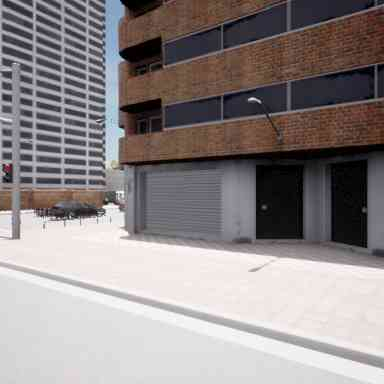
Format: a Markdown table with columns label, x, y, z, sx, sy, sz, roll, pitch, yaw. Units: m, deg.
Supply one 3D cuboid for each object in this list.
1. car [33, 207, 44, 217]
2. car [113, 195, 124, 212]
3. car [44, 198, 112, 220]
| label | x | y | z | sx | sy | sz | roll | pitch | yaw |
| --- | --- | --- | --- | --- | --- | --- | --- | --- | --- |
| car | -12.113 | 1.601 | 30.943 | 1.895 | 1.301 | 4.718 | 0 | 0 | 35 |
| car | -6.398 | 1.478 | 39.046 | 1.882 | 1.535 | 5.008 | 0 | 0 | 35 |
| car | -9.533 | 1.504 | 28.181 | 1.837 | 1.490 | 4.892 | 0 | 0 | 35 |
